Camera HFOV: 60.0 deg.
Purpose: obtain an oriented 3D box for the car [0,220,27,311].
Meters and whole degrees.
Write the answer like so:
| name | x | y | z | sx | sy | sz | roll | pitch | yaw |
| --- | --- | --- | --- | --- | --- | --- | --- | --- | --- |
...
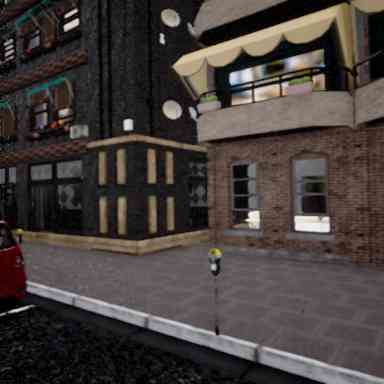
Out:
| name | x | y | z | sx | sy | sz | roll | pitch | yaw |
| --- | --- | --- | --- | --- | --- | --- | --- | --- | --- |
| car | -5.334 | 1.401 | 6.696 | 5.009 | 1.841 | 2.192 | -1 | -1 | 36 |
